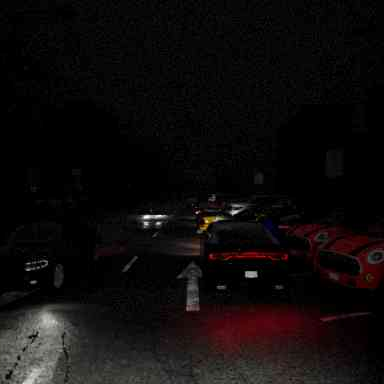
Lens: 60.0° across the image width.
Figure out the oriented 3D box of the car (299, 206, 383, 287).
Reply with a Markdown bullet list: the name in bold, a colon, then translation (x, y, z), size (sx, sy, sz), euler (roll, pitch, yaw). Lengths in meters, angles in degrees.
- **car**: translation (5.355, 1.363, 8.348), size (4.553, 1.767, 2.185), euler (1, 0, -20)

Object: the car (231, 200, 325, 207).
- **car**: translation (5.192, 1.497, 20.281), size (5.366, 1.575, 1.946), euler (1, 0, -20)

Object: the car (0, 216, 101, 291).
- **car**: translation (-3.968, 1.481, 9.188), size (1.882, 1.535, 5.008), euler (0, 0, 0)

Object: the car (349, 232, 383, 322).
- **car**: translation (5.286, 1.516, 5.328), size (4.792, 1.488, 2.163), euler (1, 0, -20)

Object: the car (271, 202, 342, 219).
- **car**: translation (5.365, 1.366, 11.349), size (4.553, 1.767, 2.185), euler (1, 0, -20)

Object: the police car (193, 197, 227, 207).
- **police car**: translation (1.227, 1.453, 25.170), size (1.930, 1.638, 5.238), euler (0, 0, 0)

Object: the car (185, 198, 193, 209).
- **car**: translation (0.100, 1.574, 47.140), size (1.882, 1.535, 5.008), euler (0, 0, 1)

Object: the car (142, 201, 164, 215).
- **car**: translation (-3.944, 1.615, 34.174), size (1.994, 1.385, 4.181), euler (0, 0, 0)

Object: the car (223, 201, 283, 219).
- **car**: translation (5.377, 1.552, 29.340), size (4.792, 1.488, 2.163), euler (1, 0, -20)

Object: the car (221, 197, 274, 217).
- **car**: translation (5.383, 1.405, 32.354), size (4.553, 1.767, 2.185), euler (1, 0, -20)

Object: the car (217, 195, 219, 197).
- **car**: translation (5.394, 1.415, 35.356), size (4.553, 1.767, 2.185), euler (1, 0, -20)

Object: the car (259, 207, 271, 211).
- **car**: translation (5.339, 1.534, 14.345), size (4.674, 1.452, 2.002), euler (1, 0, -20)

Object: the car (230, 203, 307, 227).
- **car**: translation (5.350, 1.538, 23.338), size (4.792, 1.488, 2.163), euler (1, 0, -20)

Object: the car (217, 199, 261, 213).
- **car**: translation (5.436, 1.591, 38.363), size (4.674, 1.452, 2.002), euler (1, 0, -20)

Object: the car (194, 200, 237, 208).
- **car**: translation (1.207, 1.471, 19.250), size (1.801, 1.575, 5.366), euler (0, 0, 0)

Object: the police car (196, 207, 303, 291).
- **police car**: translation (1.177, 1.428, 9.170), size (1.930, 1.638, 5.238), euler (0, 0, 0)

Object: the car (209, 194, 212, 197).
- **car**: translation (5.483, 1.376, 59.413), size (5.566, 2.045, 2.435), euler (1, 0, -20)

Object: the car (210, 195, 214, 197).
- **car**: translation (5.444, 1.572, 44.375), size (5.008, 1.535, 2.097), euler (1, 0, -20)

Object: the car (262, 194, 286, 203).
- **car**: translation (18.467, 1.445, 75.390), size (2.435, 2.045, 5.566), euler (0, 0, -21)

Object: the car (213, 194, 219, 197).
- **car**: translation (5.478, 1.436, 41.372), size (4.553, 1.767, 2.185), euler (1, 0, -20)

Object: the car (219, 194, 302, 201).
- **car**: translation (5.368, 1.264, 26.340), size (5.566, 2.045, 2.435), euler (1, 0, -20)

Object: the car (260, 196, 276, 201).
- **car**: translation (21.086, 1.794, 92.446), size (2.163, 1.488, 4.792), euler (0, -1, -21)
